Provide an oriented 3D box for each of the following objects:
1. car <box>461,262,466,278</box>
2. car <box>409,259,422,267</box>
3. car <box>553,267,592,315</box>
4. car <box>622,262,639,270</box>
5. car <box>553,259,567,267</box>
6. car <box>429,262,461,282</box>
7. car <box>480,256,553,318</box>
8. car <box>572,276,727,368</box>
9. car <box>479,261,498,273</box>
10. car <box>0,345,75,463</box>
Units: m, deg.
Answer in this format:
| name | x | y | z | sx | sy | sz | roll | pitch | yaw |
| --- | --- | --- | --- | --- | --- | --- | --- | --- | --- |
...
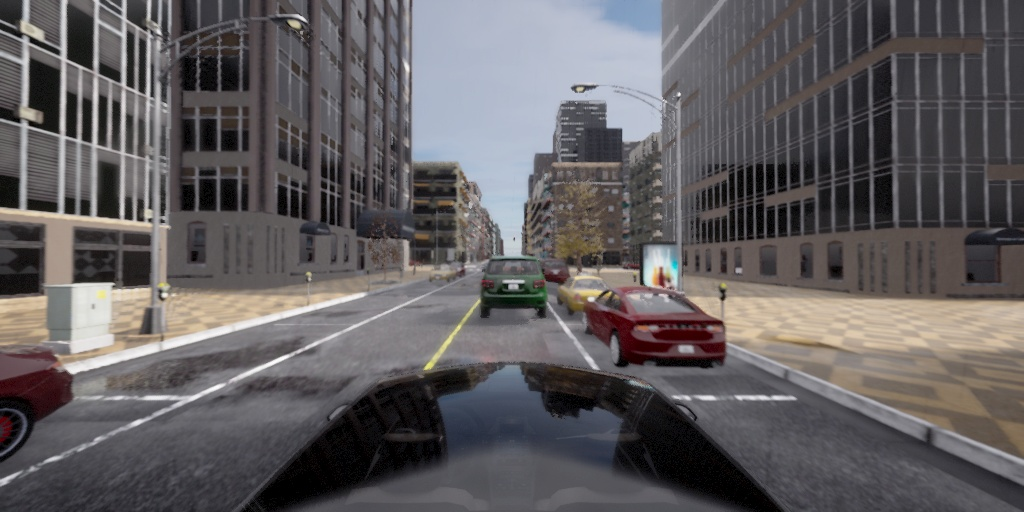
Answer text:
| name | x | y | z | sx | sy | sz | roll | pitch | yaw |
| --- | --- | --- | --- | --- | --- | --- | --- | --- | --- |
| car | -5.696 | 1.281 | 35.575 | 1.967 | 1.591 | 4.097 | 0 | 0 | 0 |
| car | -17.274 | 1.168 | 59.957 | 4.507 | 1.381 | 1.888 | 0 | 0 | 0 |
| car | 2.690 | 1.307 | 13.507 | 1.751 | 1.417 | 4.829 | 0 | 0 | 0 |
| car | 20.823 | 1.660 | 60.284 | 4.097 | 1.591 | 1.967 | 0 | 0 | 0 |
| car | 2.687 | 1.126 | 24.456 | 2.192 | 1.841 | 5.009 | 0 | 0 | 0 |
| car | -5.695 | 1.352 | 29.846 | 1.751 | 1.417 | 4.829 | 0 | 0 | 0 |
| car | 0.064 | 1.005 | 13.351 | 2.150 | 2.045 | 5.566 | 0 | 0 | 0 |
| car | 2.690 | 1.312 | 7.778 | 1.888 | 1.381 | 4.507 | 0 | 0 | 0 |
| car | -3.054 | 1.422 | 47.431 | 2.033 | 1.411 | 5.357 | 0 | 0 | 0 |
| car | -5.690 | 1.333 | 2.217 | 1.802 | 1.307 | 4.207 | 0 | 0 | 0 |
